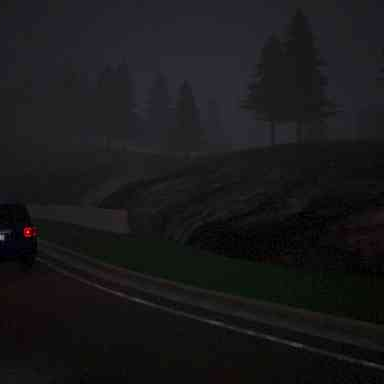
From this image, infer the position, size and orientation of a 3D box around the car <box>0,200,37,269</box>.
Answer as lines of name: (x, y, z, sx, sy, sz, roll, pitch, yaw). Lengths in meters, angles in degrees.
car: (-6.679, 1.279, 10.574, 2.150, 2.045, 5.566, 0, 0, -40)
